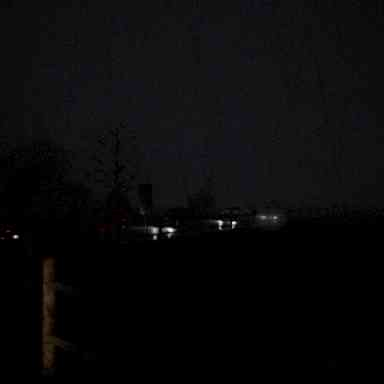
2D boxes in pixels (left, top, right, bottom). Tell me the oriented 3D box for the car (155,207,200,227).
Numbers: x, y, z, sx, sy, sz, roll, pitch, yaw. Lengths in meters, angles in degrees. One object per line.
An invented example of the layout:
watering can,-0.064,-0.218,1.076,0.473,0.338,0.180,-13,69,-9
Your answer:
car,-1.006,1.993,27.675,1.837,1.490,4.892,1,-1,35

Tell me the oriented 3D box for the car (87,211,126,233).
car,-6.080,1.865,20.577,1.994,1.385,4.181,1,-1,35

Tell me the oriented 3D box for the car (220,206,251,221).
car,4.756,2.224,35.737,1.812,1.442,4.674,1,-1,35

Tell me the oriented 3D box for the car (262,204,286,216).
car,11.155,2.431,44.637,1.837,1.490,4.892,1,0,36

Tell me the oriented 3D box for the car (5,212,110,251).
car,-6.091,1.813,15.134,1.994,1.385,4.181,1,-1,29
